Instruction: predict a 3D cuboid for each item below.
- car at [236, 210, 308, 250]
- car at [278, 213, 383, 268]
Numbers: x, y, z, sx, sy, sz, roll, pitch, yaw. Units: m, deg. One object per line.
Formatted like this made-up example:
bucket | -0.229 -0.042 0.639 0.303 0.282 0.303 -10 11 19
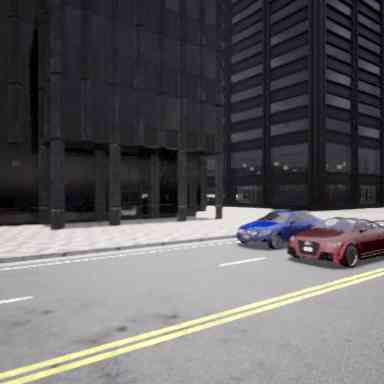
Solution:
car | 4.050 1.526 14.536 4.674 1.442 1.812 0 0 -35
car | 5.187 1.564 11.364 4.181 1.385 1.994 0 0 -35
